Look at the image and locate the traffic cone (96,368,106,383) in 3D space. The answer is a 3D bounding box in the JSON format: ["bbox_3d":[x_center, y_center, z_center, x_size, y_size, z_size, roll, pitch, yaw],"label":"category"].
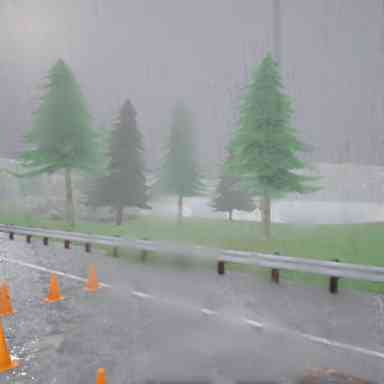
[{"bbox_3d":[-0.862,1.974,3.147,0.340,0.580,0.340,0,0,36],"label":"traffic cone"}]

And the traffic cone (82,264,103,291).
[{"bbox_3d":[-2.367,2.001,7.915,0.340,0.580,0.340,0,0,36],"label":"traffic cone"}]

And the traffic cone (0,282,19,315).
[{"bbox_3d":[-3.531,1.993,6.289,0.340,0.580,0.340,0,0,36],"label":"traffic cone"}]

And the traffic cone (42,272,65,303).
[{"bbox_3d":[-2.949,1.997,7.102,0.340,0.580,0.340,0,0,36],"label":"traffic cone"}]

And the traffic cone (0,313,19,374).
[{"bbox_3d":[-2.488,1.981,4.312,0.340,0.580,0.340,0,0,36],"label":"traffic cone"}]
